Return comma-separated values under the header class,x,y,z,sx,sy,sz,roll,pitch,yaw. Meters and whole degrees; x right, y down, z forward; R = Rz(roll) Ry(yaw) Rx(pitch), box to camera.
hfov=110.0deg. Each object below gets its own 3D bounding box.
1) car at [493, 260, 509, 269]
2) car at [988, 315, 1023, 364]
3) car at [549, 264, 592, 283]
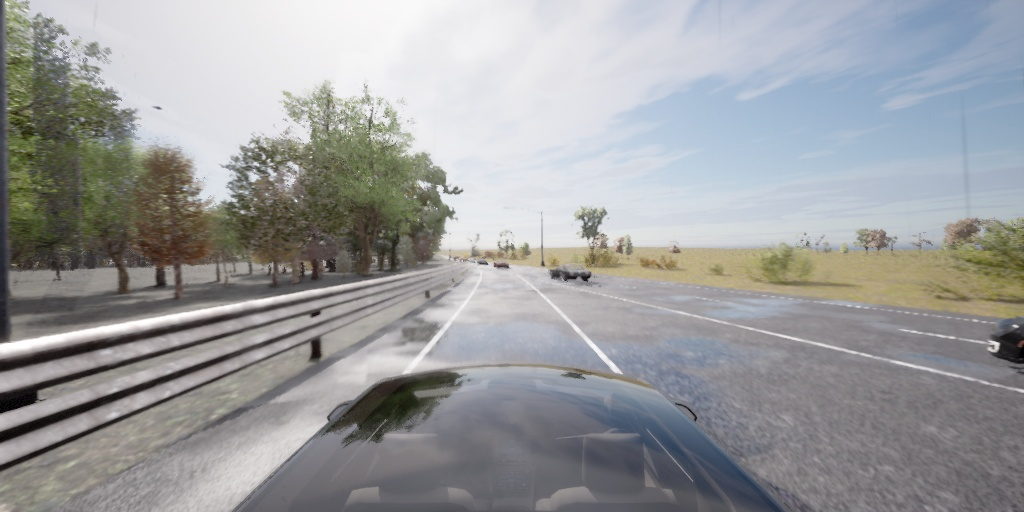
class,x,y,z,sx,sy,sz,roll,pitch,yaw
car,-1.782,1.334,56.825,1.895,1.301,4.718,0,0,-12
car,9.191,1.145,3.963,1.837,1.490,4.892,0,0,-12
car,4.310,1.287,27.483,1.895,1.301,4.718,0,0,-12
